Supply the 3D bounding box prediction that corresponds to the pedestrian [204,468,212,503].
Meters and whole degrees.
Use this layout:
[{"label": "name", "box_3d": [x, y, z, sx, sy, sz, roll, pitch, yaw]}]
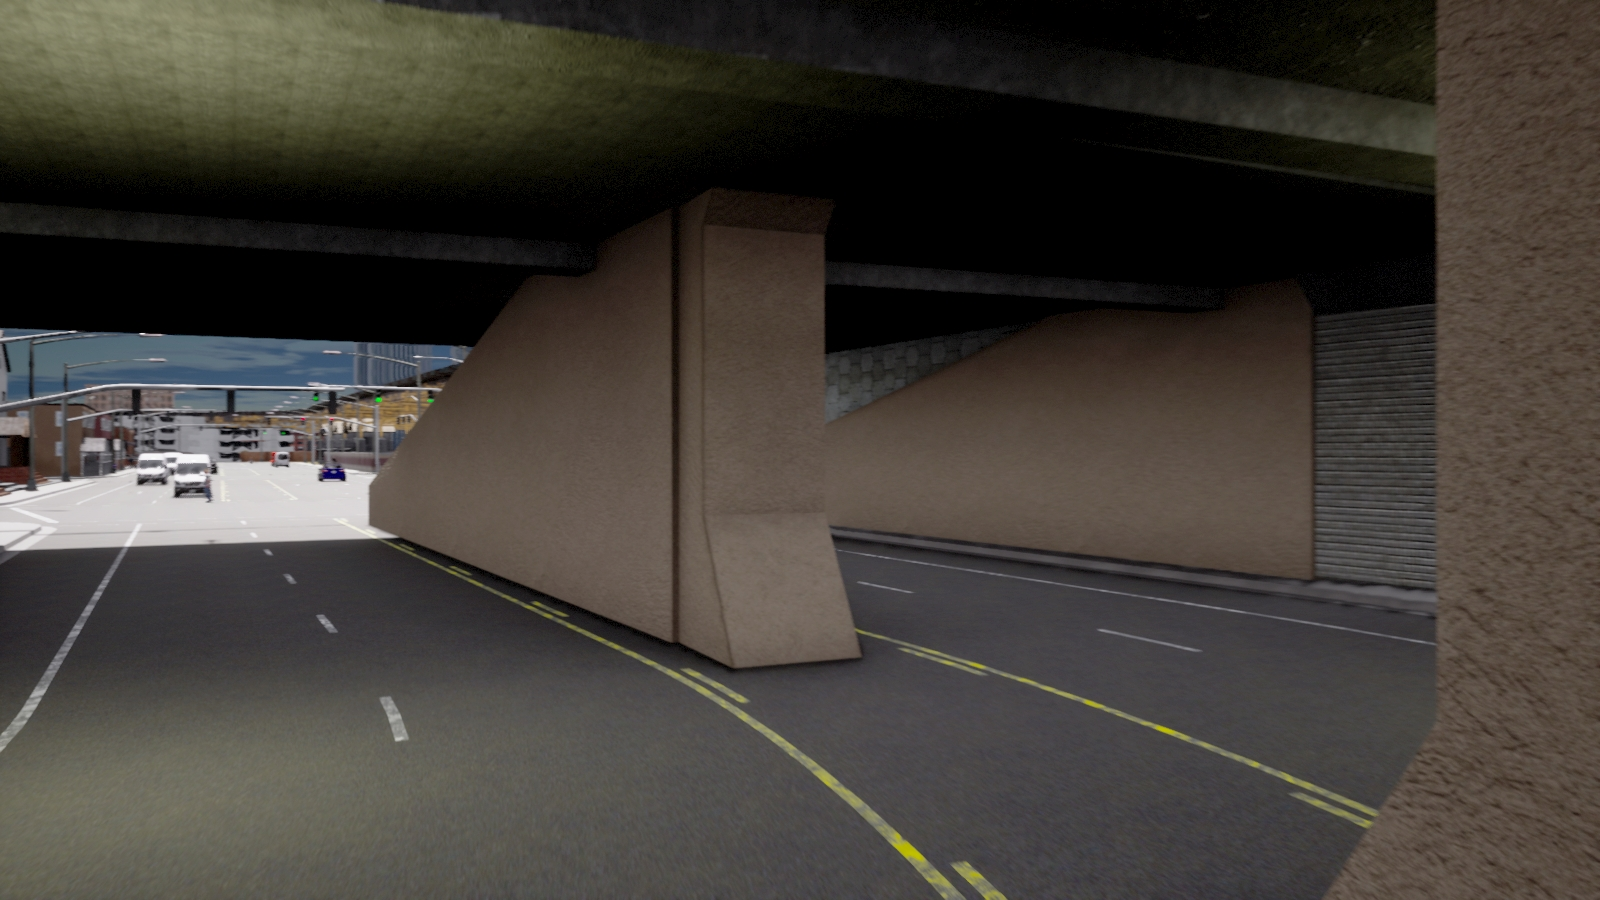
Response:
[{"label": "pedestrian", "box_3d": [-31.887, 1.894, 61.547, 0.375, 1.860, 0.375, 0, 0, -32]}]
